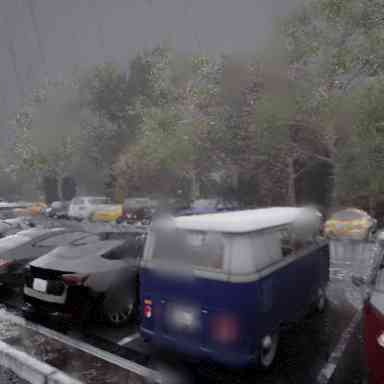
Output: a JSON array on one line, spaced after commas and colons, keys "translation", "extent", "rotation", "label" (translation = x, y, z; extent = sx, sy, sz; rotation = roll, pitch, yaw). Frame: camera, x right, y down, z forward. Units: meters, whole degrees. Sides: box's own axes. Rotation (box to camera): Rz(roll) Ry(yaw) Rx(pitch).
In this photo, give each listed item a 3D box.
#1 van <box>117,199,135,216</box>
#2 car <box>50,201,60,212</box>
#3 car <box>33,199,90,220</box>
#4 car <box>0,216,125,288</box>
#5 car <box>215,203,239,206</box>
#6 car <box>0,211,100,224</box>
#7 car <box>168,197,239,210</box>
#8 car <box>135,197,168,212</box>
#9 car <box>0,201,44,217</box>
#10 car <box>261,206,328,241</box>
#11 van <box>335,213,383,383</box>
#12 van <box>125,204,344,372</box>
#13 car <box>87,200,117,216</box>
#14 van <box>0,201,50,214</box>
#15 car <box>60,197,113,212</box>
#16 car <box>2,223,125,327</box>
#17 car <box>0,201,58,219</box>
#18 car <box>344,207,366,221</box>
[{"translation": [-3.142, 1.438, 25.021], "extent": [1.878, 1.987, 4.442], "rotation": [0, 0, 35], "label": "van"}, {"translation": [-10.008, 1.739, 29.731], "extent": [2.163, 1.488, 4.792], "rotation": [0, 0, 35], "label": "car"}, {"translation": [-12.236, 1.600, 31.390], "extent": [2.185, 1.767, 4.553], "rotation": [0, 0, 35], "label": "car"}, {"translation": [-3.483, 1.637, 9.061], "extent": [2.002, 1.452, 4.674], "rotation": [-1, 0, 35], "label": "car"}, {"translation": [3.593, 1.635, 20.118], "extent": [2.163, 1.488, 4.792], "rotation": [-1, 0, 35], "label": "car"}, {"translation": [-5.761, 1.620, 10.695], "extent": [2.231, 1.521, 4.892], "rotation": [-1, 0, 35], "label": "car"}, {"translation": [1.297, 1.376, 21.682], "extent": [2.435, 2.045, 5.566], "rotation": [-1, 0, 35], "label": "car"}, {"translation": [-0.932, 1.397, 23.339], "extent": [2.435, 2.045, 5.566], "rotation": [0, 0, 35], "label": "car"}, {"translation": [-19.034, 1.772, 36.199], "extent": [2.231, 1.521, 4.892], "rotation": [0, 0, 35], "label": "car"}, {"translation": [5.826, 1.612, 18.457], "extent": [2.163, 1.488, 4.792], "rotation": [-1, 0, 35], "label": "car"}, {"translation": [3.301, 1.280, 4.092], "extent": [1.878, 1.987, 4.442], "rotation": [-1, -1, 35], "label": "van"}, {"translation": [1.155, 1.313, 5.906], "extent": [1.878, 1.987, 4.442], "rotation": [-1, 0, 35], "label": "van"}, {"translation": [-5.361, 1.676, 26.686], "extent": [1.946, 1.575, 5.366], "rotation": [0, 0, 35], "label": "car"}, {"translation": [-7.986, 1.415, 12.414], "extent": [1.878, 1.987, 4.442], "rotation": [-1, 0, 35], "label": "van"}, {"translation": [-7.715, 1.443, 28.169], "extent": [2.435, 2.045, 5.566], "rotation": [0, 0, 35], "label": "car"}, {"translation": [-1.177, 1.600, 7.459], "extent": [2.163, 1.488, 4.792], "rotation": [-1, 0, 35], "label": "car"}, {"translation": [-16.883, 1.753, 34.433], "extent": [1.946, 1.575, 5.366], "rotation": [0, 0, 35], "label": "car"}, {"translation": [8.208, 1.547, 17.024], "extent": [1.946, 1.575, 5.366], "rotation": [-1, 0, 35], "label": "car"}]
